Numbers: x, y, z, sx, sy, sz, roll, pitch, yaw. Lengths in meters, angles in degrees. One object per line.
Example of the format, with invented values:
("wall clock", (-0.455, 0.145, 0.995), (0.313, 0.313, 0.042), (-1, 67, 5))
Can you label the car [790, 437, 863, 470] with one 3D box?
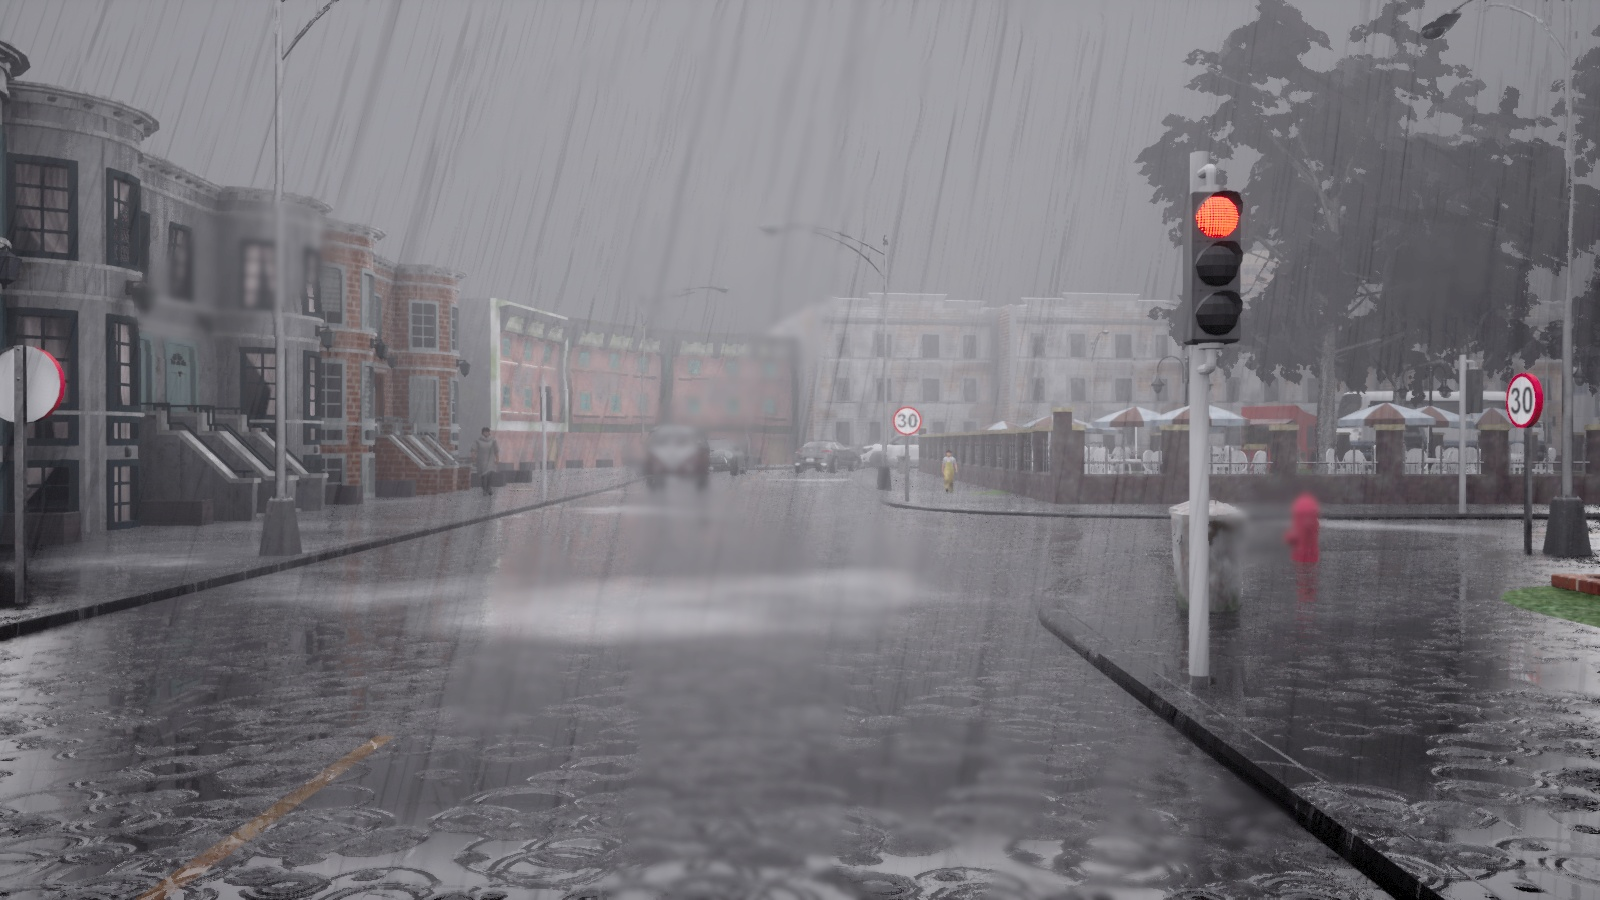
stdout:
("car", (1.415, 0.165, 64.284), (2.152, 1.651, 5.027), (0, 0, 21))

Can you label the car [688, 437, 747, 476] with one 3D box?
("car", (-3.786, 0.272, 58.474), (2.097, 1.767, 4.553), (0, 0, 4))

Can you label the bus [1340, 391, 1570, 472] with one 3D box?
("bus", (35.019, -0.983, 67.500), (10.273, 4.253, 3.944), (0, 0, 0))

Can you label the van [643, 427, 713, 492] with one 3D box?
("van", (-3.858, 0.268, 40.407), (1.775, 1.987, 4.442), (0, 0, 0))

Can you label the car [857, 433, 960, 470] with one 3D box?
("car", (6.138, 0.068, 71.463), (5.566, 2.045, 2.150), (0, 0, -2))

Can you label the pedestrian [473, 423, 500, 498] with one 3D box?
("pedestrian", (-8.266, 0.263, 33.113), (0.659, 1.952, 0.873), (0, 0, -16))

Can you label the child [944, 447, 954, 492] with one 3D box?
("child", (4.142, 0.542, 34.955), (0.270, 1.263, 0.437), (0, 0, 7))
